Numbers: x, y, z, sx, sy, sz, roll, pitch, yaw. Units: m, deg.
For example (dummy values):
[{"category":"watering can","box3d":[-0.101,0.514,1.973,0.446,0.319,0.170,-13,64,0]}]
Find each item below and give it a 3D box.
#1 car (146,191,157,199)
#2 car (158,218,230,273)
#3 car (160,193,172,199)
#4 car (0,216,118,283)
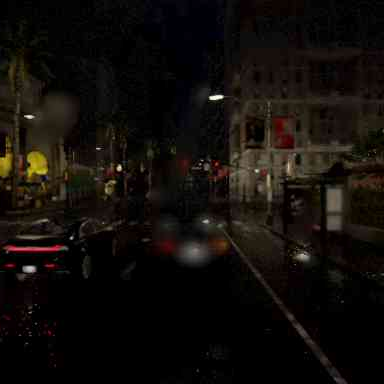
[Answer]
[{"category":"car","box3d":[-10.466,0.772,86.753,2.150,2.045,5.566,0,0,3]},{"category":"car","box3d":[0.060,1.507,10.446,1.994,1.385,4.181,0,0,0]},{"category":"car","box3d":[-7.003,1.106,85.445,1.994,1.385,4.181,0,0,0]},{"category":"car","box3d":[-3.446,1.438,9.517,2.128,1.511,4.902,0,0,0]}]
